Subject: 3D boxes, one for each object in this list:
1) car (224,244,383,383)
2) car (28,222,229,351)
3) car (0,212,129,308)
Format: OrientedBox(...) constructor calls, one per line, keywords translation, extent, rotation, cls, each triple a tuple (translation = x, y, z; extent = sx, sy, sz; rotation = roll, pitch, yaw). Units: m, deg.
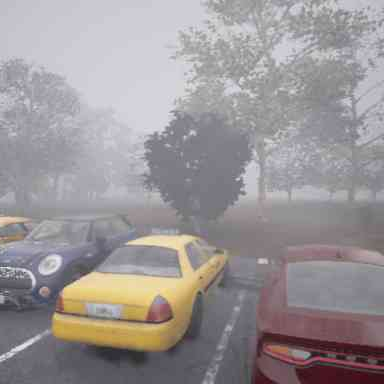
OrientedBox(translation=(1.940, 1.485, 4.716), extent=(2.097, 1.535, 5.008), rotation=(0, -1, 15), cls="car")
OrientedBox(translation=(-0.435, 1.483, 6.615), extent=(1.946, 1.575, 5.366), rotation=(0, -1, 15), cls="car")
OrientedBox(translation=(-2.901, 1.357, 8.168), extent=(2.185, 1.767, 4.553), rotation=(1, -1, 15), cls="car")
